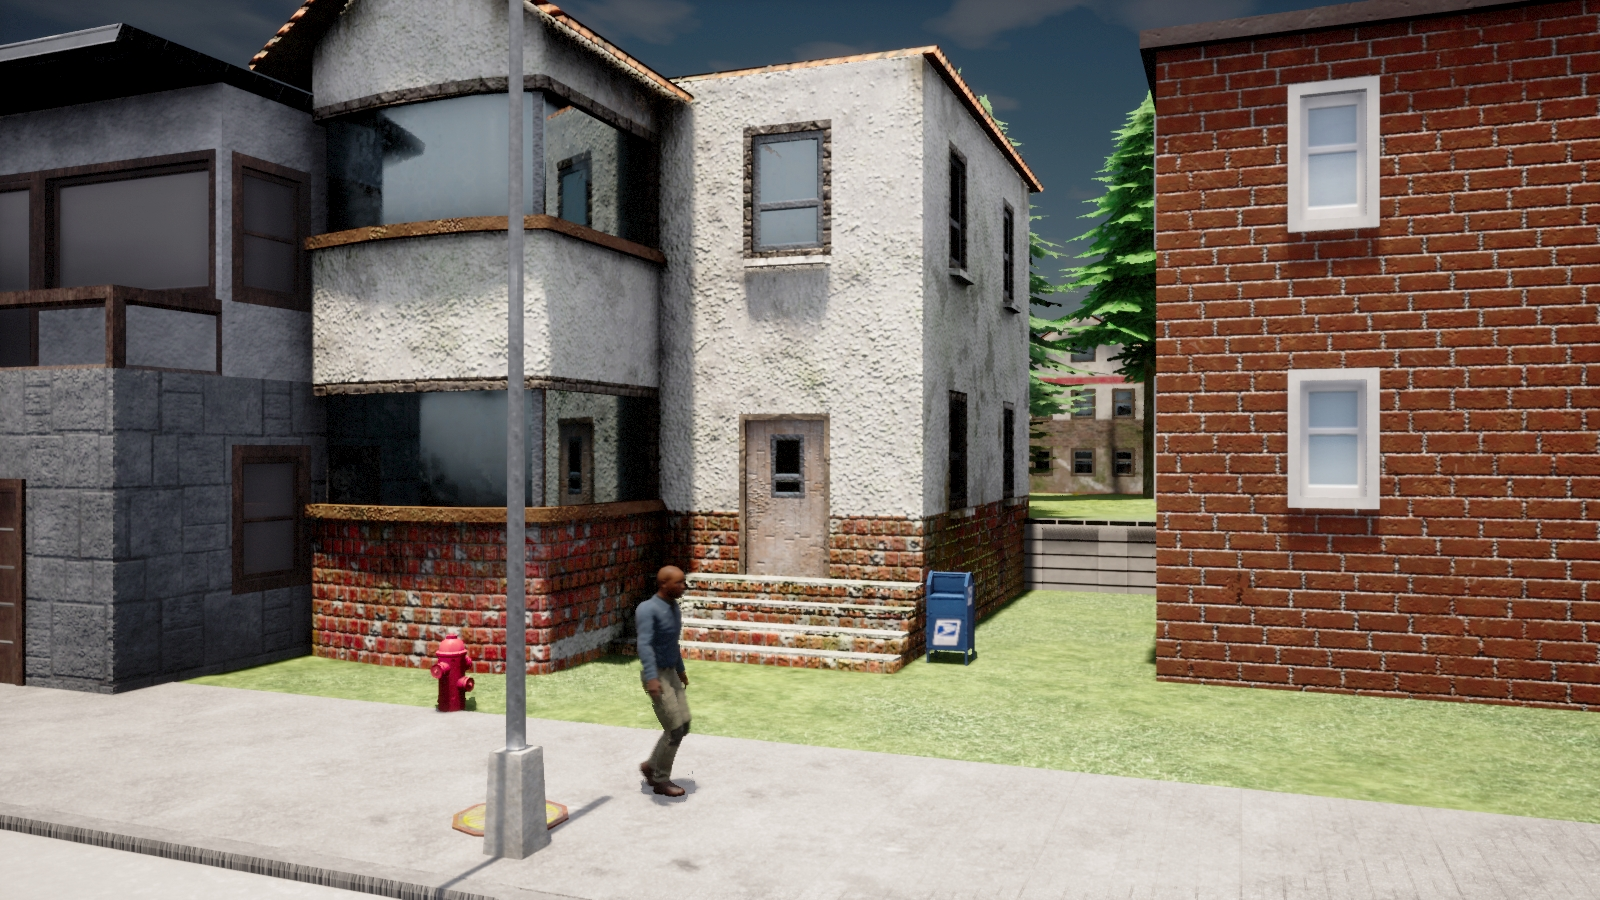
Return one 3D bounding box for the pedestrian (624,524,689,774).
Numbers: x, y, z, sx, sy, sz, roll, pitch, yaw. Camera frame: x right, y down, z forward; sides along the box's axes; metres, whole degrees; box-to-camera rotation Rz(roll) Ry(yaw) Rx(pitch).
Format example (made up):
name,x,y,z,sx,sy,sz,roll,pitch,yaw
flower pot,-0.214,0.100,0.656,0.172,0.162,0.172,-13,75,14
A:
name,x,y,z,sx,sy,sz,roll,pitch,yaw
pedestrian,-1.110,1.520,8.880,0.375,1.860,0.375,0,0,19
